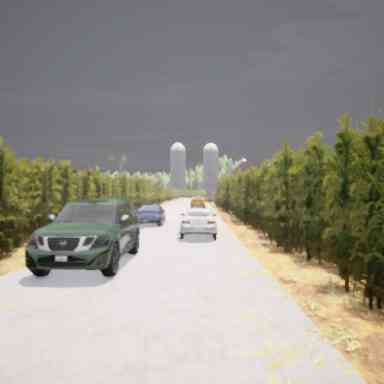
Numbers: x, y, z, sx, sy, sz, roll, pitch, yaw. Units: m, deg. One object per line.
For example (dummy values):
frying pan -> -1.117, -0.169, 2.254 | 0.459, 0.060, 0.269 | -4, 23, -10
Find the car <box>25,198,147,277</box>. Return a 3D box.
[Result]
car -> -3.061, 1.238, 10.653 | 2.150, 2.045, 5.566 | 0, 0, 1

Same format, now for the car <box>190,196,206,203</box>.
car -> 0.757, 1.284, 43.709 | 1.882, 1.535, 5.008 | 0, 0, 1

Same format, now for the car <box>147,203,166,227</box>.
car -> -2.846, 1.528, 23.072 | 1.812, 1.442, 4.674 | 0, 0, 1

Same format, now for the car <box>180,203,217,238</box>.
car -> 0.345, 1.568, 17.736 | 1.812, 1.442, 4.674 | 0, 0, 1
